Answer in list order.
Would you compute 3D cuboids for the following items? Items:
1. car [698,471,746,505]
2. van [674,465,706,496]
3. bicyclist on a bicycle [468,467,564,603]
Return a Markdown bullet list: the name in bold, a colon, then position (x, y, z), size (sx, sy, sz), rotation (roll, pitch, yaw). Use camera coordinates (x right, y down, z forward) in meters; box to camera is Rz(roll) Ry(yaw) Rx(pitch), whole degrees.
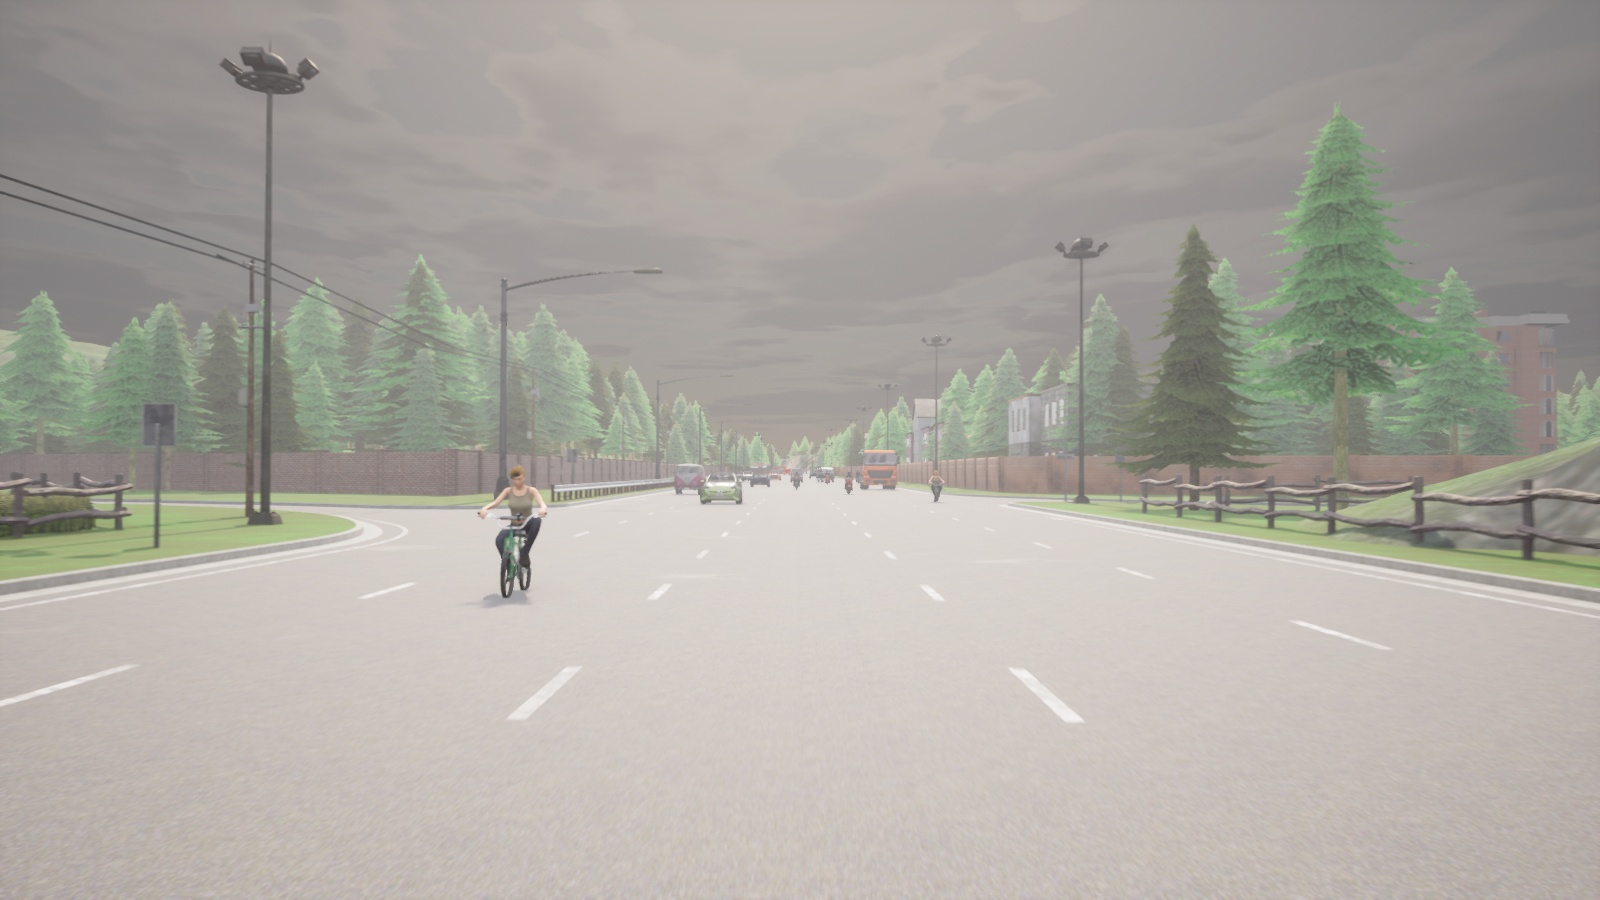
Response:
- **car**: position (-3.646, 1.770, 59.386), size (2.007, 1.525, 4.514), rotation (0, -1, 0)
- **van**: position (-7.203, 1.978, 82.581), size (1.775, 1.987, 4.442), rotation (0, -1, 0)
- **bicyclist on a bicycle**: position (-3.535, 1.029, 15.767), size (0.866, 1.612, 1.509), rotation (0, -1, 0)
